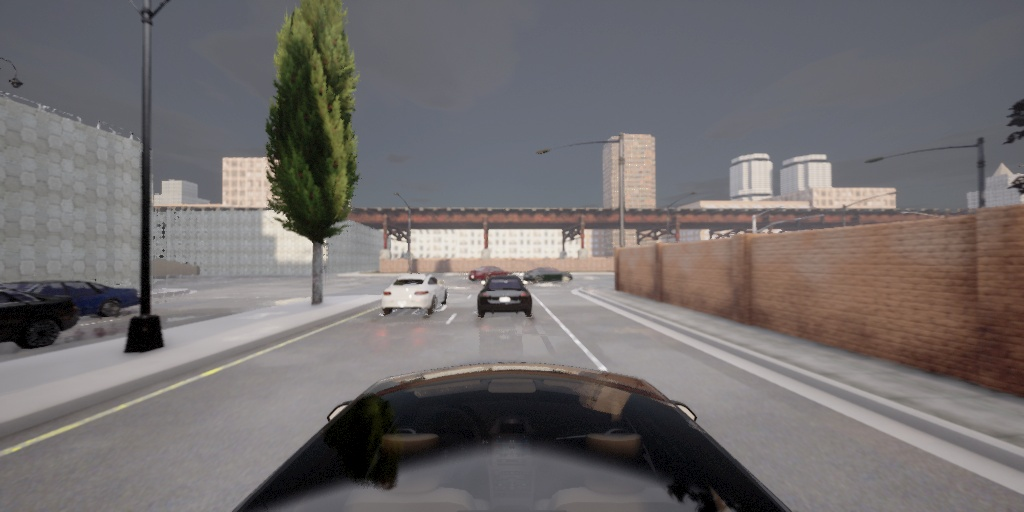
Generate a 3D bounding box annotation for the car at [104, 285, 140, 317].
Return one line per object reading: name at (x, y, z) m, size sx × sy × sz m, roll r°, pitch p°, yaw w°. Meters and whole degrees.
car at (-15.355, 1.497, 11.613) m, size 2.033 × 1.411 × 5.357 m, roll 0°, pitch -1°, yaw -2°

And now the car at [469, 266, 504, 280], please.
car at (-1.851, 1.647, 32.895) m, size 1.812 × 1.442 × 4.674 m, roll -3°, pitch -2°, yaw 42°

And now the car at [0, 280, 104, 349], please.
car at (-11.717, 1.366, 6.879) m, size 2.128 × 1.511 × 4.902 m, roll 0°, pitch -1°, yaw -2°

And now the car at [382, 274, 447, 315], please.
car at (-3.809, 1.445, 14.523) m, size 1.812 × 1.442 × 4.674 m, roll 0°, pitch 0°, yaw -2°

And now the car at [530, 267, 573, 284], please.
car at (3.119, 1.633, 30.764) m, size 4.181 × 1.385 × 1.994 m, roll 0°, pitch -1°, yaw -22°

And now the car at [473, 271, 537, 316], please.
car at (-0.295, 1.460, 14.132) m, size 1.994 × 1.385 × 4.181 m, roll 0°, pitch -1°, yaw -2°
